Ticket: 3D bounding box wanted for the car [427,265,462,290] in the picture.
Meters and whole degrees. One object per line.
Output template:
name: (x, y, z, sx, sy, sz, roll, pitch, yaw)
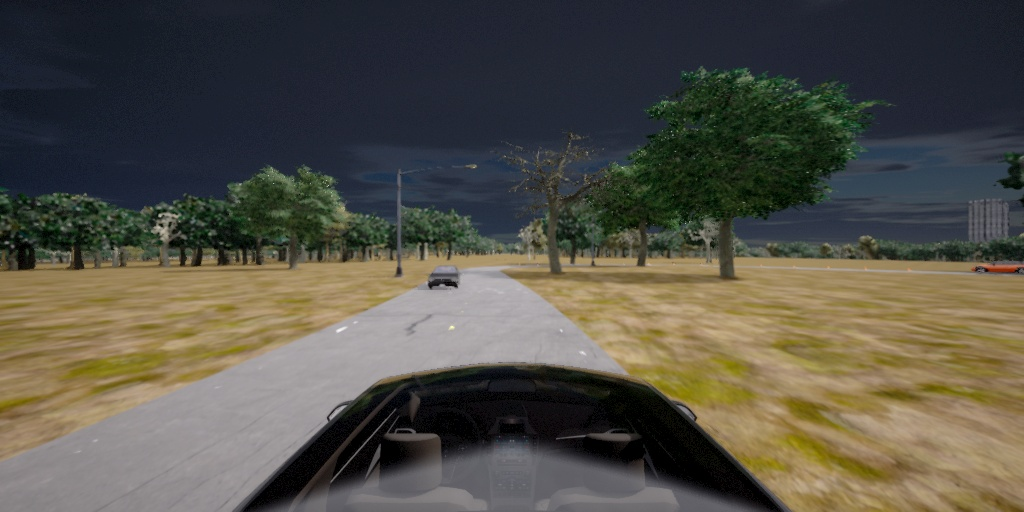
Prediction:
car: (-4.232, 1.300, 23.128, 2.033, 1.411, 5.357, 0, 0, -5)
